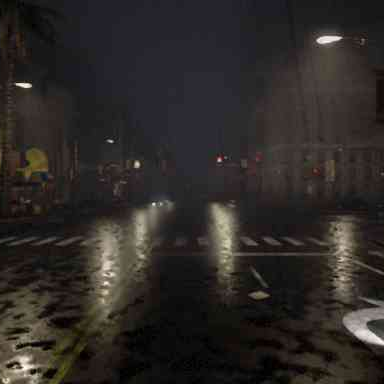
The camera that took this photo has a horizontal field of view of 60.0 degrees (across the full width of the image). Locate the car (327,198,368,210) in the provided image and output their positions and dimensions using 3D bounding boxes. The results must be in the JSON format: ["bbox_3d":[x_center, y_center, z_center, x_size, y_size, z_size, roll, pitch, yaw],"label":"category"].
[{"bbox_3d":[19.501,1.476,41.669,4.892,1.490,1.837,0,0,0],"label":"car"}]

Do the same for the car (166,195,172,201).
[{"bbox_3d":[-6.309,1.468,84.508,2.128,1.511,4.902,0,0,10],"label":"car"}]

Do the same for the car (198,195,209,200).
[{"bbox_3d":[3.297,1.461,92.941,1.812,1.442,4.674,0,0,22],"label":"car"}]

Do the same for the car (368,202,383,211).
[{"bbox_3d":[23.446,1.479,38.160,4.892,1.490,1.837,0,0,0],"label":"car"}]

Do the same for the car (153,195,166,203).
[{"bbox_3d":[-6.979,1.549,68.606,1.895,1.301,4.718,0,0,0],"label":"car"}]

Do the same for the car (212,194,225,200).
[{"bbox_3d":[7.082,1.436,92.877,1.837,1.490,4.892,0,0,25],"label":"car"}]
